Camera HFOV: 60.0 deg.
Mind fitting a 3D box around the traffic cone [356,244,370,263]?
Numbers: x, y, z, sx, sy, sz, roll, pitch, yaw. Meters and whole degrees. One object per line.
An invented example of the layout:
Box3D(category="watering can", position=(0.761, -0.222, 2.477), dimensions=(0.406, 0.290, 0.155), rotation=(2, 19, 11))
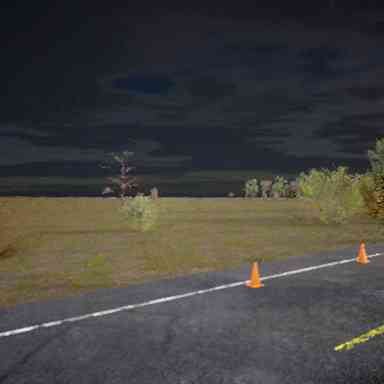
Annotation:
Box3D(category="traffic cone", position=(5.718, 2.033, 11.149), dimensions=(0.340, 0.580, 0.340), rotation=(0, -1, -34))

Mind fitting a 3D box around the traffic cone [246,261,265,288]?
Box3D(category="traffic cone", position=(1.583, 2.029, 8.282), dimensions=(0.340, 0.580, 0.340), rotation=(0, -1, -35))
